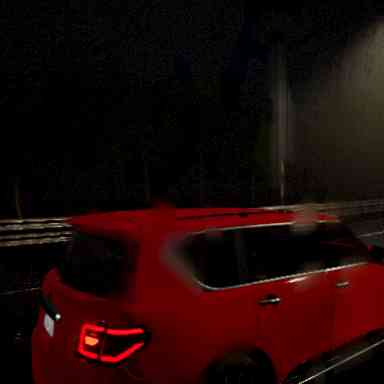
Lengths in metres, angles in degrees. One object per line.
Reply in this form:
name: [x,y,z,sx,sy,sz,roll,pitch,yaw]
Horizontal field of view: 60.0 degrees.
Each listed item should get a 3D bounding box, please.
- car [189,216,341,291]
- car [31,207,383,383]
car: [2.194,1.548,9.611,4.181,1.385,1.994,0,0,-36]
car: [0.948,1.218,4.424,5.566,2.045,2.150,0,0,-36]
